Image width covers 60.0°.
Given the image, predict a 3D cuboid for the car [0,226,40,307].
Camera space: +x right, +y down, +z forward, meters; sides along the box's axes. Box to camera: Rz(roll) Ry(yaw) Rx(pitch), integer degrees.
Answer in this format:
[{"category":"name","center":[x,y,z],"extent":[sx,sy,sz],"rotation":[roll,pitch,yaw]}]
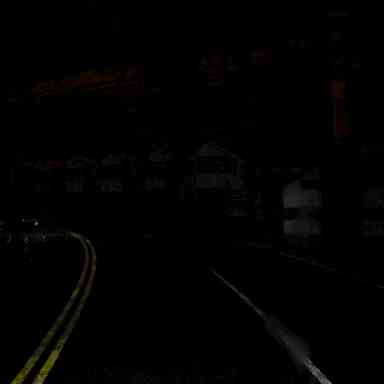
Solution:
[{"category":"car","center":[-4.271,1.583,5.606],"extent":[1.812,1.442,4.674],"rotation":[0,0,-9]}]

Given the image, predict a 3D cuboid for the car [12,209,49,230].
[{"category":"car","center":[-12.016,1.991,24.637],"extent":[2.128,1.511,4.902],"rotation":[1,-2,-36]}]
